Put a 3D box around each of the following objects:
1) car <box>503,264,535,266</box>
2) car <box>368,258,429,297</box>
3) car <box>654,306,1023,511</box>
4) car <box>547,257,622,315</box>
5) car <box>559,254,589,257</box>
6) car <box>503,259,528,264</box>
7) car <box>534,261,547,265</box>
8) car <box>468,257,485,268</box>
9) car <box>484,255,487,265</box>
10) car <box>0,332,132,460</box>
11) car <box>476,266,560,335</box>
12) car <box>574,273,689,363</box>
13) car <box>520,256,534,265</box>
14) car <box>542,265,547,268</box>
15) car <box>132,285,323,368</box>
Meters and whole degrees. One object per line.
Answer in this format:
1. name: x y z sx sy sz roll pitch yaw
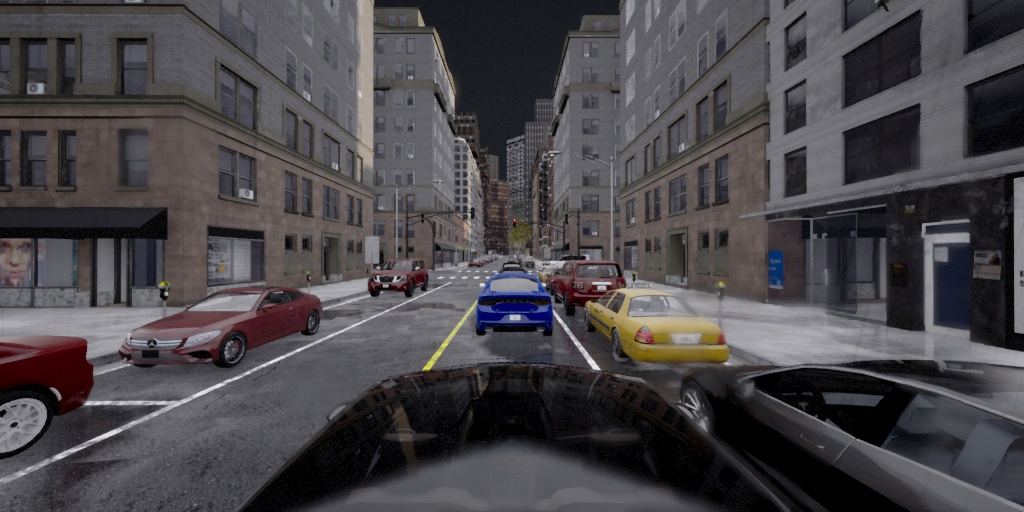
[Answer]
1. car: 0.070 1.297 17.985 1.994 1.385 4.181 0 0 0
2. car: -5.788 1.046 18.922 2.192 1.841 5.009 0 0 0
3. car: 2.762 1.316 2.270 1.948 1.339 4.313 0 0 0
4. car: 2.746 1.055 13.376 2.192 1.841 5.009 0 0 0
5. car: 5.943 0.870 39.122 5.566 2.045 2.150 -1 0 -8
6. car: 0.010 1.216 26.898 1.837 1.490 4.892 0 0 0
7. car: 2.729 1.243 24.652 1.751 1.417 4.829 0 0 0
8. car: -5.843 1.127 56.582 1.888 1.381 4.507 0 0 0
9. car: -5.851 0.990 62.007 1.967 1.591 4.097 0 0 0
10. car: -5.763 1.296 2.264 1.888 1.381 4.507 0 0 0
11. car: 0.036 1.222 10.482 1.882 1.535 5.008 0 0 -1
12. car: 2.754 1.272 7.992 1.751 1.417 4.829 0 0 0
13. car: 2.682 1.133 56.588 2.007 1.370 4.403 0 0 0
14. car: 2.737 1.313 18.928 1.802 1.307 4.207 0 0 0
15. car: -5.771 1.329 7.816 1.802 1.307 4.207 0 0 0
